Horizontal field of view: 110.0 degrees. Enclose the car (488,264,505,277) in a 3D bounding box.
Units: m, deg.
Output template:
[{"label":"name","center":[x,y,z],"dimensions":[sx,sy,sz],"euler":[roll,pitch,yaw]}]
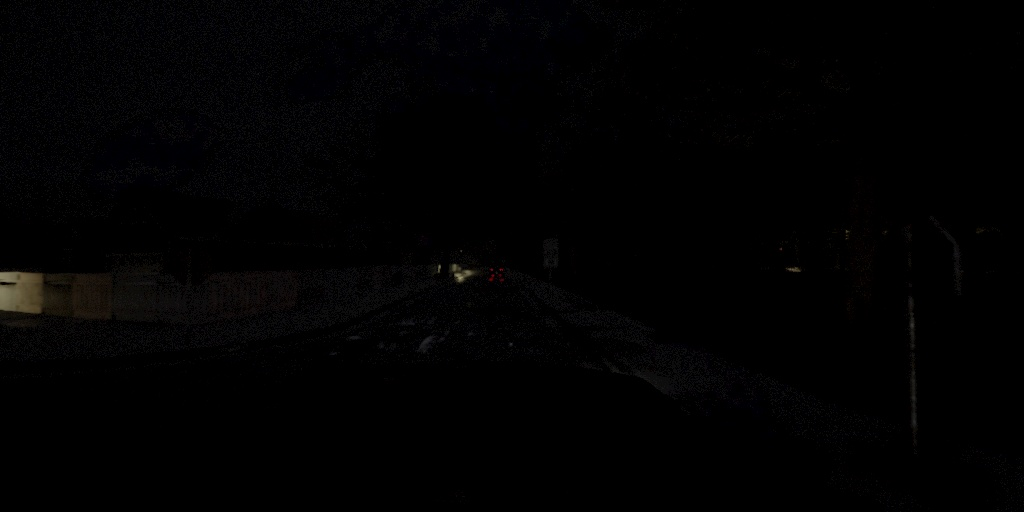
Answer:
[{"label":"car","center":[-2.002,1.935,46.998],"dimensions":[1.812,1.442,4.674],"euler":[0,-1,-3]}]
